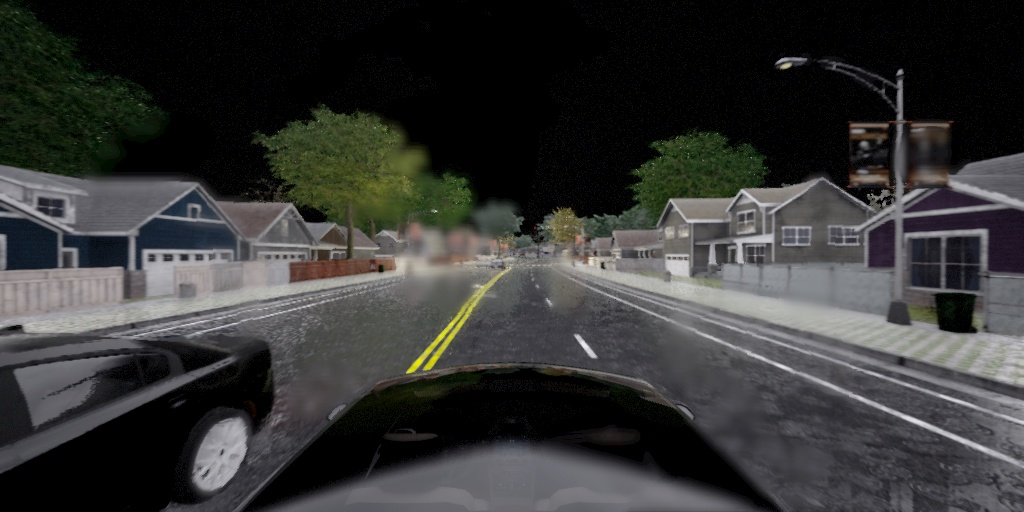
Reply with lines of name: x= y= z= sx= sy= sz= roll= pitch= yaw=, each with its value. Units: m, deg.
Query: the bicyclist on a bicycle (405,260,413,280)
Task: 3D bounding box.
bicyclist on a bicycle: x=-8.540 y=1.162 z=29.843 sx=0.582 sy=1.620 sz=1.656 roll=0 pitch=0 yaw=2

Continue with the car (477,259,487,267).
car: x=-4.678 y=1.218 z=59.709 sx=1.895 sy=1.301 sz=4.718 roll=0 pitch=0 yaw=1

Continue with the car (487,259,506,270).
car: x=-2.014 y=1.170 z=51.582 sx=1.812 sy=1.442 sz=4.674 roll=0 pitch=0 yaw=4

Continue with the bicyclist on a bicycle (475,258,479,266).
bicyclist on a bicycle: x=-6.373 y=0.962 z=64.916 sx=0.659 sy=1.776 sz=1.843 roll=0 pitch=0 yaw=6

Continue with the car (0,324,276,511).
car: x=-3.348 y=1.227 z=1.567 sx=1.882 sy=1.535 sz=5.008 roll=0 pitch=0 yaw=0
